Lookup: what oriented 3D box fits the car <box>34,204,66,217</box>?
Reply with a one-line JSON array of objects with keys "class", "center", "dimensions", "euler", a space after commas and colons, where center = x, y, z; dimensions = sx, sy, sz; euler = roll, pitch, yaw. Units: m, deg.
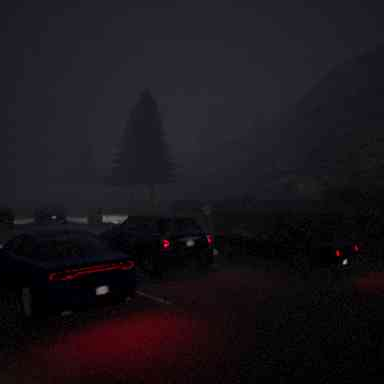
[{"class": "car", "center": [-11.192, 1.671, 26.059], "dimensions": [1.882, 1.535, 5.008], "euler": [0, 0, -31]}]

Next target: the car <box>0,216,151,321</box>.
[{"class": "car", "center": [-3.208, 1.566, 7.653], "dimensions": [1.882, 1.535, 5.008], "euler": [1, -1, -42]}]

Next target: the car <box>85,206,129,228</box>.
[{"class": "car", "center": [-6.485, 1.819, 25.000], "dimensions": [1.895, 1.301, 4.718], "euler": [0, 0, -31]}]

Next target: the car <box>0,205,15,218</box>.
[{"class": "car", "center": [-13.381, 1.678, 22.904], "dimensions": [1.837, 1.490, 4.892], "euler": [0, 0, -31]}]

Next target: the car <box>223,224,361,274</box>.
[{"class": "car", "center": [2.898, 1.742, 11.245], "dimensions": [1.895, 1.301, 4.718], "euler": [1, -1, -43]}]

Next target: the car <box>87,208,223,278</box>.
[{"class": "car", "center": [-1.426, 1.482, 10.996], "dimensions": [2.097, 1.767, 4.553], "euler": [1, -1, -40]}]
